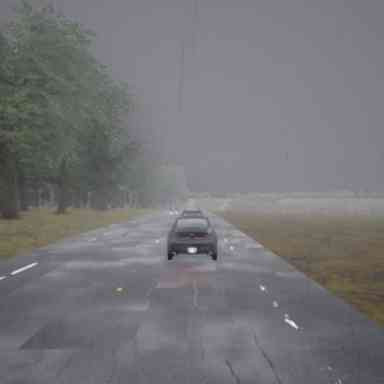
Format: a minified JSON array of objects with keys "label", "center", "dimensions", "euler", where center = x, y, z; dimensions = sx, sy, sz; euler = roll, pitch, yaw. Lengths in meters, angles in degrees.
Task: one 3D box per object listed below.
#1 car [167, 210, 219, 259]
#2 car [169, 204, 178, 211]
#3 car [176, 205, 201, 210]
[{"label":"car","center":[0.025,1.707,13.528],"dimensions":[1.837,1.490,4.892],"euler":[0,0,0]},{"label":"car","center":[-3.497,3.079,65.785],"dimensions":[2.128,1.511,4.902],"euler":[0,-2,0]},{"label":"car","center":[0.028,1.977,28.543],"dimensions":[2.128,1.511,4.902],"euler":[0,-1,0]}]
